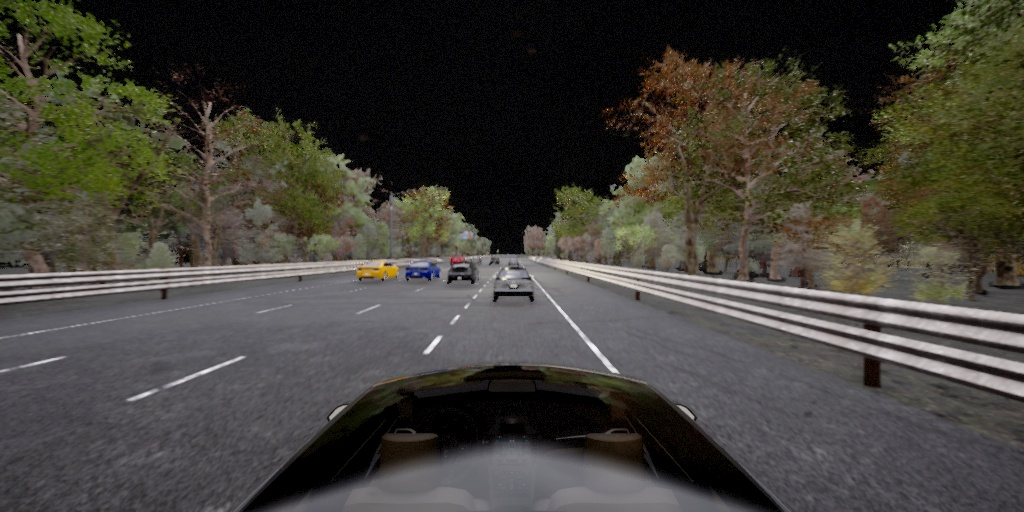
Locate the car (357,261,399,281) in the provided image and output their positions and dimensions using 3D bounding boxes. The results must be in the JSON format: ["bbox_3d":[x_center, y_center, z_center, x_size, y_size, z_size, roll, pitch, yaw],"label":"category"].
[{"bbox_3d":[-10.393,1.120,28.167,1.882,1.535,5.008,0,0,0],"label":"car"}]

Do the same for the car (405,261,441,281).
[{"bbox_3d":[-6.892,1.120,28.195,1.882,1.535,5.008,0,0,0],"label":"car"}]

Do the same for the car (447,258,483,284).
[{"bbox_3d":[-3.399,1.159,25.662,1.837,1.490,4.892,0,1,0],"label":"car"}]

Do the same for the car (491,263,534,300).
[{"bbox_3d":[0.076,1.235,17.030,2.033,1.411,5.357,0,0,0],"label":"car"}]
